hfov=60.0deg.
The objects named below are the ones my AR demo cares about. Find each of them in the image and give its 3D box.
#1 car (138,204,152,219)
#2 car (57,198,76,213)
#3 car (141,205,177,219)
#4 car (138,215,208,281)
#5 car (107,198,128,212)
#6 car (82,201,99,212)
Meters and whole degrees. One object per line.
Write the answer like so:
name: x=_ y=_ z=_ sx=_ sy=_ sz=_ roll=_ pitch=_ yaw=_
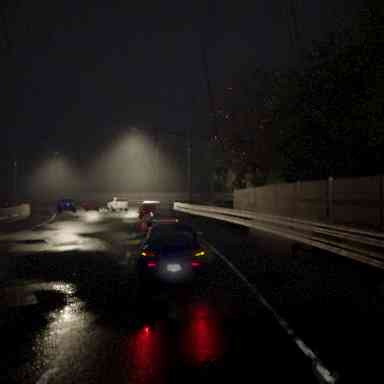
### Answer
car: x=-4.501 y=1.991 z=34.184 sx=1.812 sy=1.442 sz=4.674 roll=0 pitch=-1 yaw=-11
car: x=-18.194 y=1.882 z=48.033 sx=2.150 sy=2.045 sz=5.566 roll=0 pitch=-1 yaw=-26
car: x=-1.810 y=1.761 z=19.891 sx=2.128 sy=1.511 sz=4.902 roll=0 pitch=-1 yaw=-9
car: x=-0.622 y=1.660 z=10.188 sx=1.812 sy=1.442 sz=4.674 roll=0 pitch=-1 yaw=-5
car: x=-11.099 y=1.899 z=49.403 sx=2.150 sy=2.045 sz=5.566 roll=0 pitch=-1 yaw=-25
car: x=-15.335 y=2.165 z=50.039 sx=1.882 sy=1.535 sz=5.008 roll=0 pitch=-1 yaw=-26
